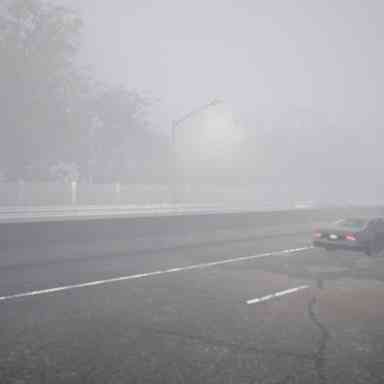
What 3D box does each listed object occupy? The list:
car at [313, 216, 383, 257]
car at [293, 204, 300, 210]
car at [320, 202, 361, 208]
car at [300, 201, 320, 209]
[{"bbox_3d":[7.092,1.668,13.481,5.357,1.411,2.033,0,-1,-37],"label":"car"},{"bbox_3d":[14.614,1.877,41.290,5.008,1.535,1.882,0,-1,-37],"label":"car"},{"bbox_3d":[15.457,1.857,33.175,5.357,1.411,2.033,0,-1,-37],"label":"car"},{"bbox_3d":[14.674,1.843,36.962,4.902,1.511,2.128,0,-1,-37],"label":"car"}]
